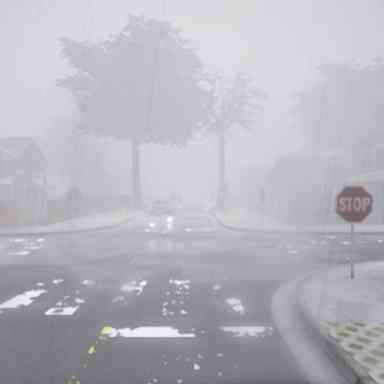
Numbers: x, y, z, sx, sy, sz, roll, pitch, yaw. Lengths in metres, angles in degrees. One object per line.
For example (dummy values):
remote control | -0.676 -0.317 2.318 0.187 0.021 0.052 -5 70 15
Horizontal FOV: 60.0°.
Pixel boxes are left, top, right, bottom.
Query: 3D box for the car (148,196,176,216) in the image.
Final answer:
car | -2.722 1.381 30.421 1.812 1.442 4.674 0 0 0

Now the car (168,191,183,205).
car | -2.703 0.876 54.550 2.150 2.045 5.566 0 0 0
